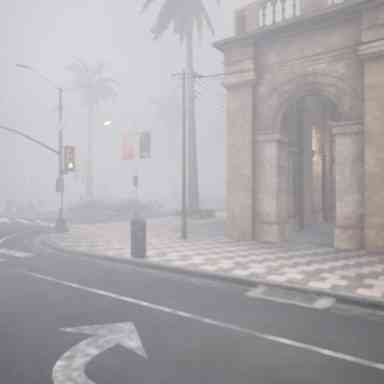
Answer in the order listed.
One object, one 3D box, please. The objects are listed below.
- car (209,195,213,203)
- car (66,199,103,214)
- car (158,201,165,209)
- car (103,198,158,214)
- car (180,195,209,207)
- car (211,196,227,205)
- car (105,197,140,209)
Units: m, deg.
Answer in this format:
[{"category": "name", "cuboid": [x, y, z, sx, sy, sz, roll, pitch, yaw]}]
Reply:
[{"category": "car", "cuboid": [2.773, 1.398, 66.213, 2.185, 1.767, 4.553, 0, 0, 35]}, {"category": "car", "cuboid": [-11.109, 1.541, 35.691, 1.837, 1.490, 4.892, 0, 0, 36]}, {"category": "car", "cuboid": [-5.702, 1.637, 43.220, 1.895, 1.301, 4.718, 0, 0, 36]}, {"category": "car", "cuboid": [-6.471, 1.579, 35.808, 2.033, 1.411, 5.357, 0, 0, 36]}, {"category": "car", "cuboid": [0.076, 1.388, 51.253, 2.097, 1.767, 4.553, 0, 0, 36]}, {"category": "car", "cuboid": [5.929, 1.637, 59.343, 1.895, 1.301, 4.718, 0, 0, 36]}, {"category": "car", "cuboid": [-10.073, 1.557, 48.437, 2.161, 1.482, 4.786, 0, 0, 35]}]
